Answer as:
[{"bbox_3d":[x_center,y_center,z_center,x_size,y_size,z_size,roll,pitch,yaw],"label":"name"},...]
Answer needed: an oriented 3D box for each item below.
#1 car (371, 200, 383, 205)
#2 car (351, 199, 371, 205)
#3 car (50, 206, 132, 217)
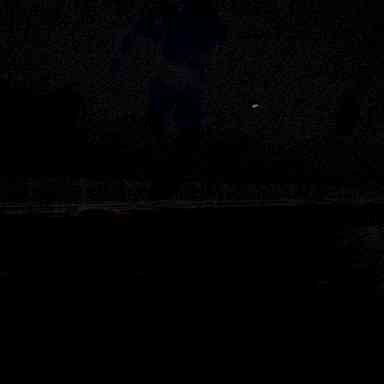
[{"bbox_3d":[26.295,1.756,44.155,4.718,1.301,1.895,0,0,-35],"label":"car"},{"bbox_3d":[24.296,1.680,47.029,4.674,1.442,1.812,0,0,-35],"label":"car"},{"bbox_3d":[-5.494,1.492,17.245,5.008,1.535,1.882,1,0,-35],"label":"car"}]
